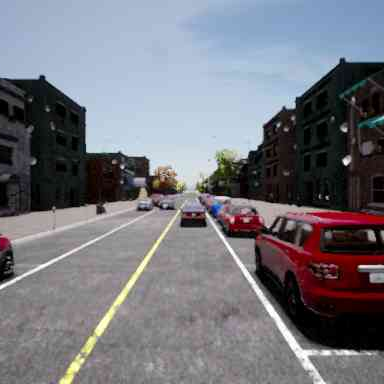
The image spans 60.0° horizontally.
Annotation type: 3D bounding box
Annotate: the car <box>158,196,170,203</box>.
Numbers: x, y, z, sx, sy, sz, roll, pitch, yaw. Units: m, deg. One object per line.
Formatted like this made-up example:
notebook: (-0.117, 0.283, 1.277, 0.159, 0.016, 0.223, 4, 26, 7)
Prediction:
car: (-5.708, 1.516, 68.185, 1.887, 1.381, 4.507, -1, 0, 0)

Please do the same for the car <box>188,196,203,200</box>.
car: (0.092, 1.583, 43.223, 1.895, 1.301, 4.718, 0, 0, 0)

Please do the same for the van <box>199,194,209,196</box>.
van: (2.672, 1.315, 62.640, 1.690, 1.788, 3.998, -1, 0, 0)

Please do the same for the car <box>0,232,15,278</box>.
car: (-5.696, 1.438, 7.152, 1.967, 1.590, 4.097, -1, 0, 0)

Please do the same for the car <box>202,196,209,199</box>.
car: (2.678, 1.563, 45.995, 1.802, 1.307, 4.206, -1, 0, 0)

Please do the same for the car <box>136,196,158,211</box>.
car: (-5.702, 1.534, 40.443, 2.008, 1.369, 4.403, -1, 0, 0)

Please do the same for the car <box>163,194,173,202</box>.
car: (-5.711, 1.406, 79.281, 1.967, 1.590, 4.097, -1, 0, 0)

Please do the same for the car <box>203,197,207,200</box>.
car: (2.678, 1.566, 40.447, 1.802, 1.307, 4.206, -1, 0, 0)

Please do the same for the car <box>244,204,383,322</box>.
car: (2.683, 1.313, 7.156, 2.192, 1.841, 5.009, -1, 0, 0)

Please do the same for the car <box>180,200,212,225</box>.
car: (0.097, 1.538, 24.283, 2.033, 1.411, 5.357, 0, 0, 0)

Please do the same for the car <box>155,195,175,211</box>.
car: (-3.092, 1.475, 41.182, 2.128, 1.511, 4.902, 0, 0, 0)

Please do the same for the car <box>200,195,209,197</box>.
car: (2.675, 1.559, 57.092, 1.802, 1.307, 4.206, -1, 0, 0)

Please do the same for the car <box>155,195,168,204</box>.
car: (-5.708, 1.414, 62.636, 1.967, 1.590, 4.097, -1, 0, 0)

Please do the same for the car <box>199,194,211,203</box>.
car: (2.671, 1.286, 68.189, 2.192, 1.841, 5.009, -1, 0, 0)

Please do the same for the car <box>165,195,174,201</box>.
car: (-5.711, 1.507, 84.830, 1.887, 1.381, 4.507, -1, 0, 0)

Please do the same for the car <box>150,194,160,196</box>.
car: (-5.706, 1.294, 51.540, 2.192, 1.841, 5.009, -1, 0, 0)

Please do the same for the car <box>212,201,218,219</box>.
car: (2.683, 1.573, 23.802, 1.802, 1.307, 4.206, -1, 0, 0)

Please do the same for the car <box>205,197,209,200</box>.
car: (2.680, 1.531, 34.898, 1.887, 1.381, 4.507, -1, 0, 0)

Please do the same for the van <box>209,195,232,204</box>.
van: (2.679, 1.330, 29.350, 1.690, 1.788, 3.998, -1, 0, 0)

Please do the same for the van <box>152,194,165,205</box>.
van: (-5.708, 1.318, 57.088, 1.690, 1.788, 3.998, -1, 0, 0)

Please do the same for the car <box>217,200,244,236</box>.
car: (2.682, 1.433, 18.253, 1.967, 1.590, 4.097, -1, 0, 0)
